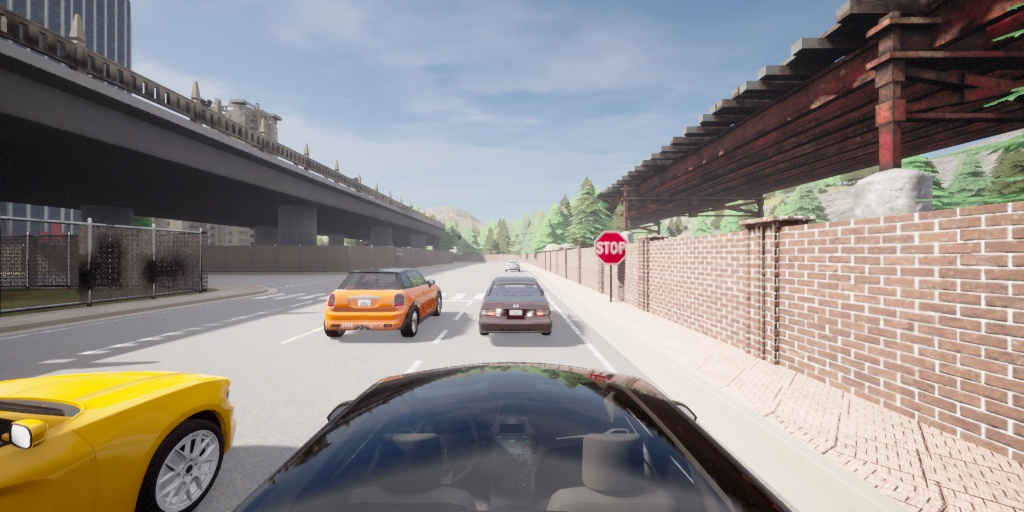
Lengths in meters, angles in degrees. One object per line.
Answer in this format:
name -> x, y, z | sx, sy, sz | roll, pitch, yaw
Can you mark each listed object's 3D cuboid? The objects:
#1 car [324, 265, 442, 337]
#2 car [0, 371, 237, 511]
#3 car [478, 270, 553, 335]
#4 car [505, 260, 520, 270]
car -> -3.419, 1.102, 10.413 | 2.097, 1.767, 4.553 | 0, 0, 0
car -> -3.397, 1.228, 1.155 | 1.882, 1.535, 5.008 | 0, 0, 0
car -> 0.082, 1.297, 10.434 | 2.033, 1.411, 5.357 | 0, 0, 0
car -> 0.085, 1.276, 46.303 | 1.812, 1.442, 4.674 | 0, 0, -1
